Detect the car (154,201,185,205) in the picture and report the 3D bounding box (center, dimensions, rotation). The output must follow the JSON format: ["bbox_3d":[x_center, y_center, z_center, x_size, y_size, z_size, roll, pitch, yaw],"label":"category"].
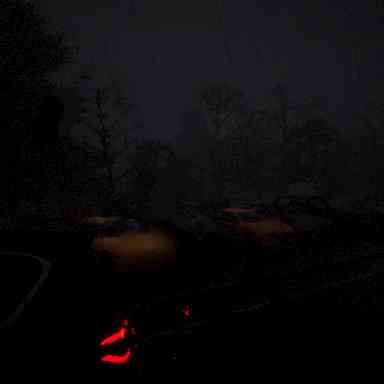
[{"bbox_3d":[-3.034,1.443,25.908,1.946,1.575,5.366,0,0,-35],"label":"car"}]

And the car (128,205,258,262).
[{"bbox_3d":[-0.272,1.431,12.061,2.231,1.521,4.892,0,0,-35],"label":"car"}]

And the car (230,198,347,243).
[{"bbox_3d":[4.238,1.319,15.295,2.185,1.767,4.553,0,0,-35],"label":"car"}]

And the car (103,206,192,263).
[{"bbox_3d":[-2.420,1.432,10.303,1.946,1.575,5.366,0,0,-35],"label":"car"}]

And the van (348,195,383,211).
[{"bbox_3d":[23.883,1.504,45.385,1.878,1.987,4.442,2,-1,-35],"label":"van"}]

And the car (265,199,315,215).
[{"bbox_3d":[10.414,1.557,35.674,2.231,1.521,4.892,0,0,-35],"label":"car"}]

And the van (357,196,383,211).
[{"bbox_3d":[26.039,1.564,46.916,1.878,1.987,4.442,2,-1,-35],"label":"van"}]

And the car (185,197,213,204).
[{"bbox_3d":[-0.881,1.464,27.655,2.231,1.521,4.892,0,0,-35],"label":"car"}]

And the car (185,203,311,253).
[{"bbox_3d":[1.988,1.433,13.667,2.097,1.535,5.008,0,0,-35],"label":"car"}]

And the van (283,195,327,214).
[{"bbox_3d":[12.603,1.349,37.378,1.878,1.987,4.442,0,0,-35],"label":"van"}]

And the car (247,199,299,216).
[{"bbox_3d":[8.155,1.537,34.071,2.097,1.535,5.008,0,0,-35],"label":"car"}]

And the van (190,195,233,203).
[{"bbox_3d":[1.308,1.255,29.360,1.878,1.987,4.442,0,0,-35],"label":"van"}]

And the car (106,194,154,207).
[{"bbox_3d":[-5.414,1.182,24.479,2.435,2.045,5.566,0,0,-35],"label":"car"}]

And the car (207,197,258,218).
[{"bbox_3d":[3.652,1.374,30.842,2.185,1.767,4.553,0,0,-35],"label":"car"}]

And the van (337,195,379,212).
[{"bbox_3d":[21.651,1.438,43.515,1.878,1.987,4.442,1,-1,-35],"label":"van"}]

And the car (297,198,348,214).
[{"bbox_3d":[15.036,1.590,38.736,1.946,1.575,5.366,0,0,-35],"label":"car"}]

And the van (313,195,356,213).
[{"bbox_3d":[17.255,1.386,40.394,1.878,1.987,4.442,0,0,-35],"label":"van"}]

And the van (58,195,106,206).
[{"bbox_3d":[-7.824,1.205,22.878,1.878,1.987,4.442,0,0,-35],"label":"van"}]

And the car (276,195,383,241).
[{"bbox_3d":[6.533,1.209,16.851,2.435,2.045,5.566,0,0,-35],"label":"car"}]

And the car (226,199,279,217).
[{"bbox_3d":[5.793,1.517,32.395,2.097,1.535,5.008,0,0,-35],"label":"car"}]

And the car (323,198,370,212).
[{"bbox_3d":[19.442,1.630,42.096,2.097,1.535,5.008,0,0,-35],"label":"car"}]

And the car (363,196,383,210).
[{"bbox_3d":[28.382,1.602,48.401,2.435,2.045,5.566,2,-1,-35],"label":"car"}]

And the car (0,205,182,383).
[{"bbox_3d":[-2.975,1.235,1.566,5.566,2.045,2.150,-1,0,-35],"label":"car"}]
